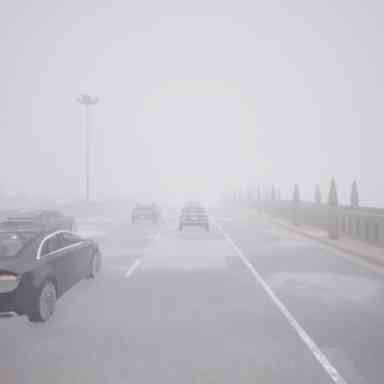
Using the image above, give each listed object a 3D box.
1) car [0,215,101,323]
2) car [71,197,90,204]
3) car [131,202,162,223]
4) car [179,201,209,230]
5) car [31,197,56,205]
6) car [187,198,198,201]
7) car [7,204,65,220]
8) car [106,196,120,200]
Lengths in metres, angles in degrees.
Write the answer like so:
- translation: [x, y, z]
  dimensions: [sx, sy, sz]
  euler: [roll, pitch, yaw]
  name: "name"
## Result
- translation: [-3.397, 1.492, 7.169]
  dimensions: [2.128, 1.511, 4.902]
  euler: [0, 0, 0]
  name: "car"
- translation: [-17.489, 1.515, 52.340]
  dimensions: [1.837, 1.490, 4.892]
  euler: [0, 0, 0]
  name: "car"
- translation: [-3.394, 1.493, 25.316]
  dimensions: [2.128, 1.511, 4.902]
  euler: [0, 0, 0]
  name: "car"
- translation: [0.106, 1.548, 21.204]
  dimensions: [2.033, 1.411, 5.357]
  euler: [0, 0, 0]
  name: "car"
- translation: [-21.004, 1.495, 47.281]
  dimensions: [2.128, 1.511, 4.902]
  euler: [0, 0, 0]
  name: "car"
- translation: [0.112, 1.527, 42.504]
  dimensions: [1.812, 1.442, 4.674]
  euler: [0, 0, 0]
  name: "car"
- translation: [-6.896, 1.505, 15.387]
  dimensions: [1.837, 1.490, 4.892]
  euler: [0, 0, 0]
  name: "car"
- translation: [-13.984, 1.442, 58.898]
  dimensions: [2.128, 1.511, 4.902]
  euler: [0, 0, 0]
  name: "car"
